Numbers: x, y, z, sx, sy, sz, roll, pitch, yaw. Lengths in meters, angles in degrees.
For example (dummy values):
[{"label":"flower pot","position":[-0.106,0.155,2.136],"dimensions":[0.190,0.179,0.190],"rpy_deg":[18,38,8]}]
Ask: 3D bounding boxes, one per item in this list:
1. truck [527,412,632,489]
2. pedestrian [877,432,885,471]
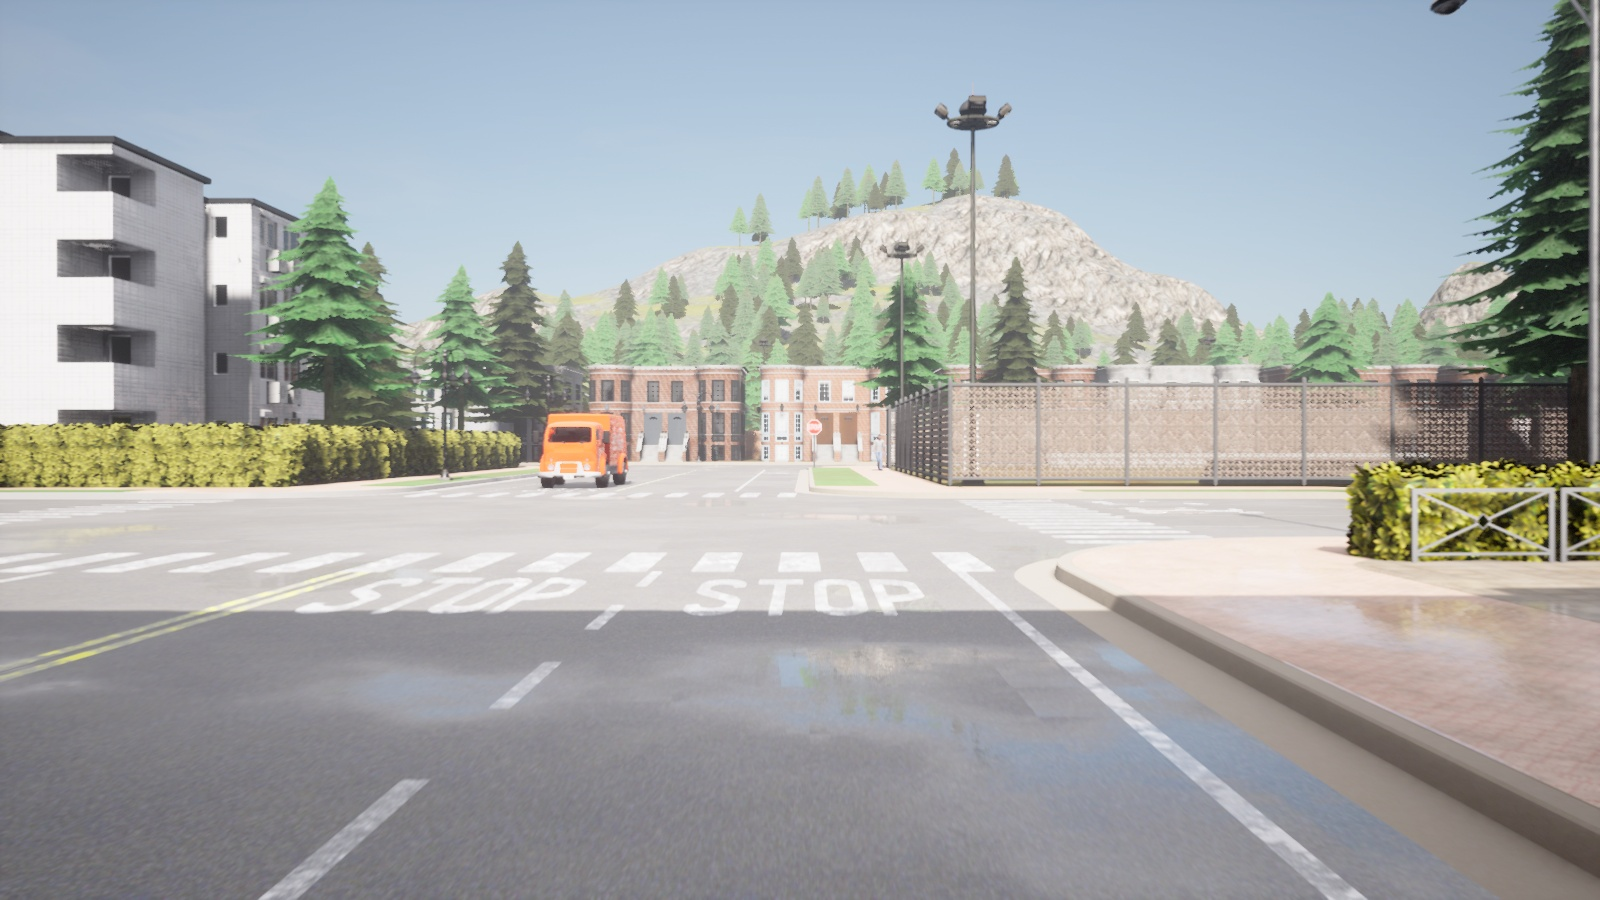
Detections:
[{"label":"truck","position":[-7.399,-0.006,42.720],"dimensions":[2.627,2.467,5.204],"rpy_deg":[0,0,0]},{"label":"pedestrian","position":[3.797,0.065,59.063],"dimensions":[0.354,1.836,0.706],"rpy_deg":[0,0,0]}]
